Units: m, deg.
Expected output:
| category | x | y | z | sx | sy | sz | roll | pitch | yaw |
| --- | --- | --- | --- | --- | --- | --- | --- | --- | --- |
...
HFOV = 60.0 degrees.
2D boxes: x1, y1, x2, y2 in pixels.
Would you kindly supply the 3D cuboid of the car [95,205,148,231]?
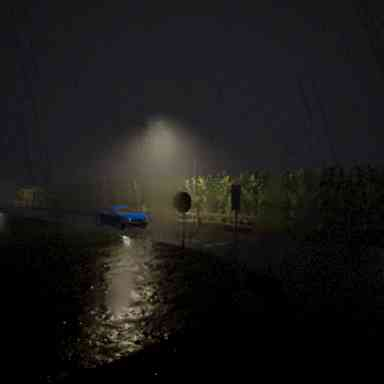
| category | x | y | z | sx | sy | sz | roll | pitch | yaw |
| --- | --- | --- | --- | --- | --- | --- | --- | --- | --- |
| car | -4.862 | 1.691 | 22.631 | 1.882 | 1.535 | 5.008 | 2 | -1 | -40 |
